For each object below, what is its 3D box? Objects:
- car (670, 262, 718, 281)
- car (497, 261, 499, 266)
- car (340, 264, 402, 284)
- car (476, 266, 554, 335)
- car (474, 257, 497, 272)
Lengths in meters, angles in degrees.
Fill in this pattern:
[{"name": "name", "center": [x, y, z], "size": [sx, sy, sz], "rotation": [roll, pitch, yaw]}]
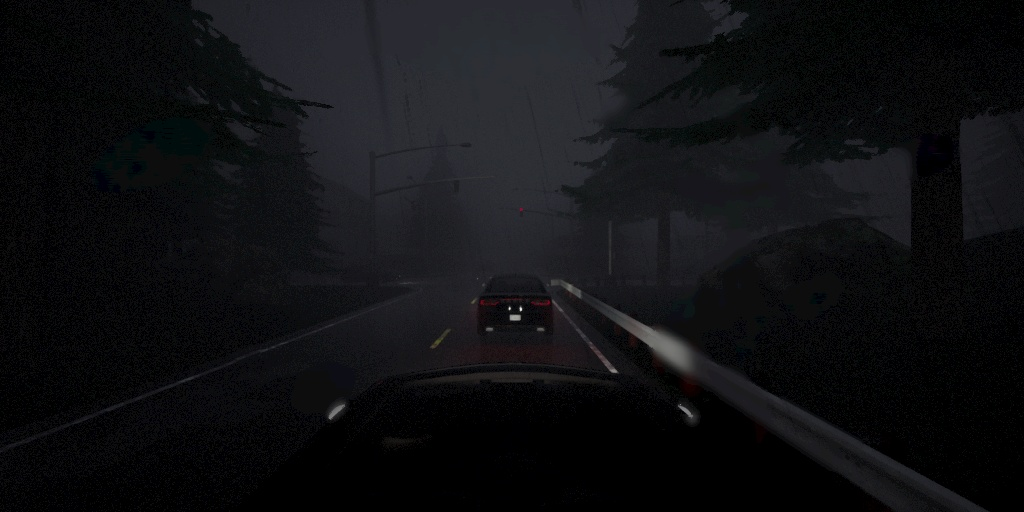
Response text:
[{"name": "car", "center": [15.235, 1.226, 29.610], "size": [4.902, 1.511, 2.128], "rotation": [0, 0, 0]}, {"name": "car", "center": [-3.258, 1.228, 59.738], "size": [1.882, 1.535, 5.008], "rotation": [0, 0, 1]}, {"name": "car", "center": [-10.247, 1.298, 26.286], "size": [4.181, 1.385, 1.994], "rotation": [0, 0, -1]}, {"name": "car", "center": [0.103, 1.228, 10.494], "size": [1.882, 1.535, 5.008], "rotation": [0, 0, 1]}, {"name": "car", "center": [-3.352, 1.228, 45.124], "size": [1.882, 1.535, 5.008], "rotation": [0, 0, 0]}]
